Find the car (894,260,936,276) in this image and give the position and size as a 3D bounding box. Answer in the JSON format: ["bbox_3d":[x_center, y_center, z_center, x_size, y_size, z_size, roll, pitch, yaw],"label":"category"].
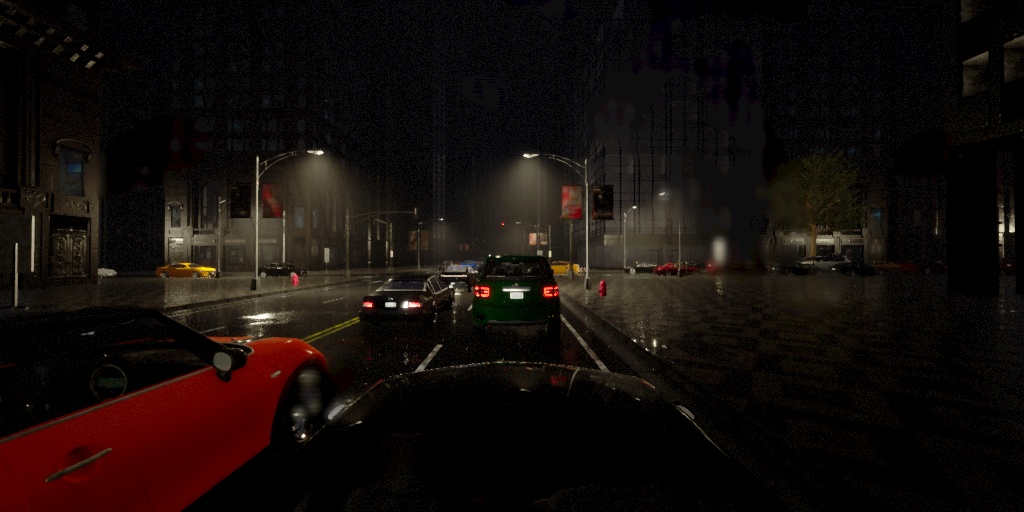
[{"bbox_3d":[42.563,1.178,36.369,5.008,1.535,1.882,0,-1,0],"label":"car"}]

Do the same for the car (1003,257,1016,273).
[{"bbox_3d":[49.191,0.971,33.832,5.009,1.841,2.192,0,0,-1],"label":"car"}]

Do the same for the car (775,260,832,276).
[{"bbox_3d":[26.639,1.274,33.515,4.313,1.339,1.948,0,0,-1],"label":"car"}]

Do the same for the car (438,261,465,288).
[{"bbox_3d":[-3.126,1.279,21.474,2.128,1.511,4.902,0,0,0],"label":"car"}]

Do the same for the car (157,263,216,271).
[{"bbox_3d":[-32.079,1.446,35.465,5.008,1.535,1.882,0,-1,0],"label":"car"}]

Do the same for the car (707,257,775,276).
[{"bbox_3d":[21.002,1.039,33.436,5.009,1.841,2.192,0,0,-1],"label":"car"}]

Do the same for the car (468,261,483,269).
[{"bbox_3d":[-6.465,1.596,64.056,2.033,1.411,5.357,0,0,1],"label":"car"}]

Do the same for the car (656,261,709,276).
[{"bbox_3d":[18.545,1.302,39.184,4.892,1.490,1.837,-1,-1,-1],"label":"car"}]

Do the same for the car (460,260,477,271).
[{"bbox_3d":[-6.512,1.455,53.893,1.882,1.535,5.008,0,0,0],"label":"car"}]

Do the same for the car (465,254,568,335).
[{"bbox_3d":[0.113,0.978,10.654,2.150,2.045,5.566,0,0,0],"label":"car"}]

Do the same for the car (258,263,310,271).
[{"bbox_3d":[-22.563,1.430,35.440,4.892,1.490,1.837,0,-1,0],"label":"car"}]

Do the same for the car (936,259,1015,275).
[{"bbox_3d":[43.552,1.212,33.753,4.507,1.381,1.888,0,0,-1],"label":"car"}]

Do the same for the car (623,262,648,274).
[{"bbox_3d":[15.245,1.411,41.881,4.313,1.339,1.948,0,0,-1],"label":"car"}]

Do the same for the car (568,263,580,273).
[{"bbox_3d":[4.985,1.338,40.006,5.008,1.535,1.882,0,0,14],"label":"car"}]

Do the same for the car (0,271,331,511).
[{"bbox_3d":[-3.147,1.102,2.326,2.097,1.767,4.553,0,0,0],"label":"car"}]

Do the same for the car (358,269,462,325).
[{"bbox_3d":[-3.122,1.306,11.737,2.033,1.411,5.357,0,0,0],"label":"car"}]

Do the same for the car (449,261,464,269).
[{"bbox_3d":[-9.724,1.568,63.200,1.812,1.442,4.674,0,0,1],"label":"car"}]

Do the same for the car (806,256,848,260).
[{"bbox_3d":[33.903,0.981,39.393,5.566,2.045,2.150,0,-1,-1],"label":"car"}]

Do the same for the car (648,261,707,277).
[{"bbox_3d":[15.363,1.326,33.357,4.207,1.307,1.802,0,0,-1],"label":"car"}]

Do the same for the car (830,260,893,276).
[{"bbox_3d":[32.276,1.258,33.594,4.313,1.339,1.948,0,0,-1],"label":"car"}]

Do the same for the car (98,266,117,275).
[{"bbox_3d":[-42.078,1.540,35.491,4.674,1.442,1.812,0,-1,0],"label":"car"}]
